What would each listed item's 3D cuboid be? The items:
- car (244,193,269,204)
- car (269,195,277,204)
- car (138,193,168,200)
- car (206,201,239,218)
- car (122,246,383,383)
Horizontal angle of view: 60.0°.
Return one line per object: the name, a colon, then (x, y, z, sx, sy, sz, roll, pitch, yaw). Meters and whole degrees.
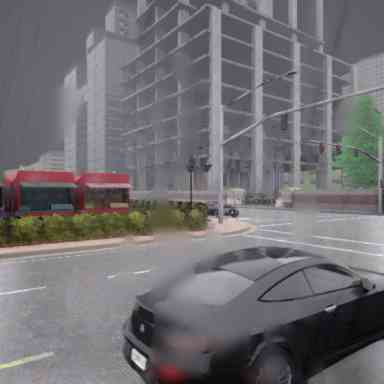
car: (10.822, 1.114, 57.643, 1.905, 1.878, 3.866, 0, 0, -36)
car: (13.210, 1.114, 59.359, 1.905, 1.878, 3.866, 0, 0, -36)
car: (-4.381, 1.168, 38.282, 2.150, 2.045, 5.566, 0, 0, -36)
car: (2.184, 1.508, 29.247, 1.994, 1.385, 4.181, 0, 0, -36)
car: (1.332, 1.526, 4.733, 4.674, 1.442, 1.812, 0, 0, -35)
